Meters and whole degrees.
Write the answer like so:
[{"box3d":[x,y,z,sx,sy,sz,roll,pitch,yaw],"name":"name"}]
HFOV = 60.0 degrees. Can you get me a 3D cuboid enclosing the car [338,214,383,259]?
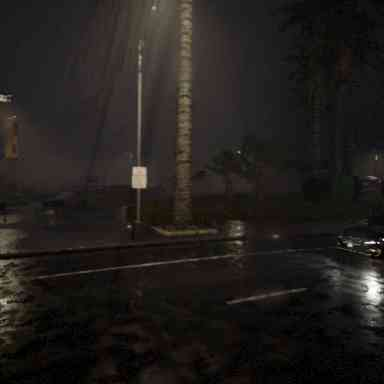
[{"box3d":[7.134,1.388,10.934,4.892,1.490,1.837,0,1,-19],"name":"car"}]
